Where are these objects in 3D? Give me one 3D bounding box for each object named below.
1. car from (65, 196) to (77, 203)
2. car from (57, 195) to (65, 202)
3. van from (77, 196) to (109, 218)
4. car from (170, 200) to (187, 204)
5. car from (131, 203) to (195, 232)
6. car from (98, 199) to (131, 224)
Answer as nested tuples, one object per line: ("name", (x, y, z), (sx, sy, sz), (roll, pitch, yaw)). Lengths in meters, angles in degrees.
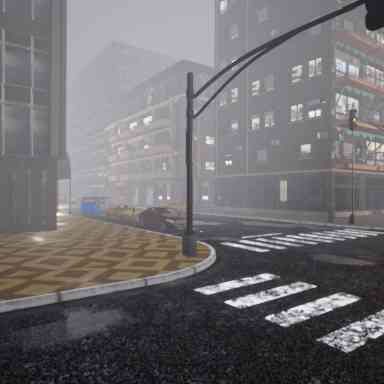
("car", (-21.454, 1.446, 61.616), (1.752, 1.417, 4.829), (0, 0, -36))
("car", (-27.958, 1.359, 70.681), (1.967, 1.590, 4.097), (0, 0, -36))
("van", (-8.352, 1.265, 28.983), (1.690, 1.788, 3.998), (0, 0, -36))
("car", (-1.644, 1.487, 34.006), (1.752, 1.417, 4.829), (0, 0, -36))
("car", (-1.750, 1.525, 19.779), (1.802, 1.307, 4.206), (0, 0, -36))
("car", (-4.952, 1.458, 24.242), (1.752, 1.417, 4.829), (0, 0, -36))
